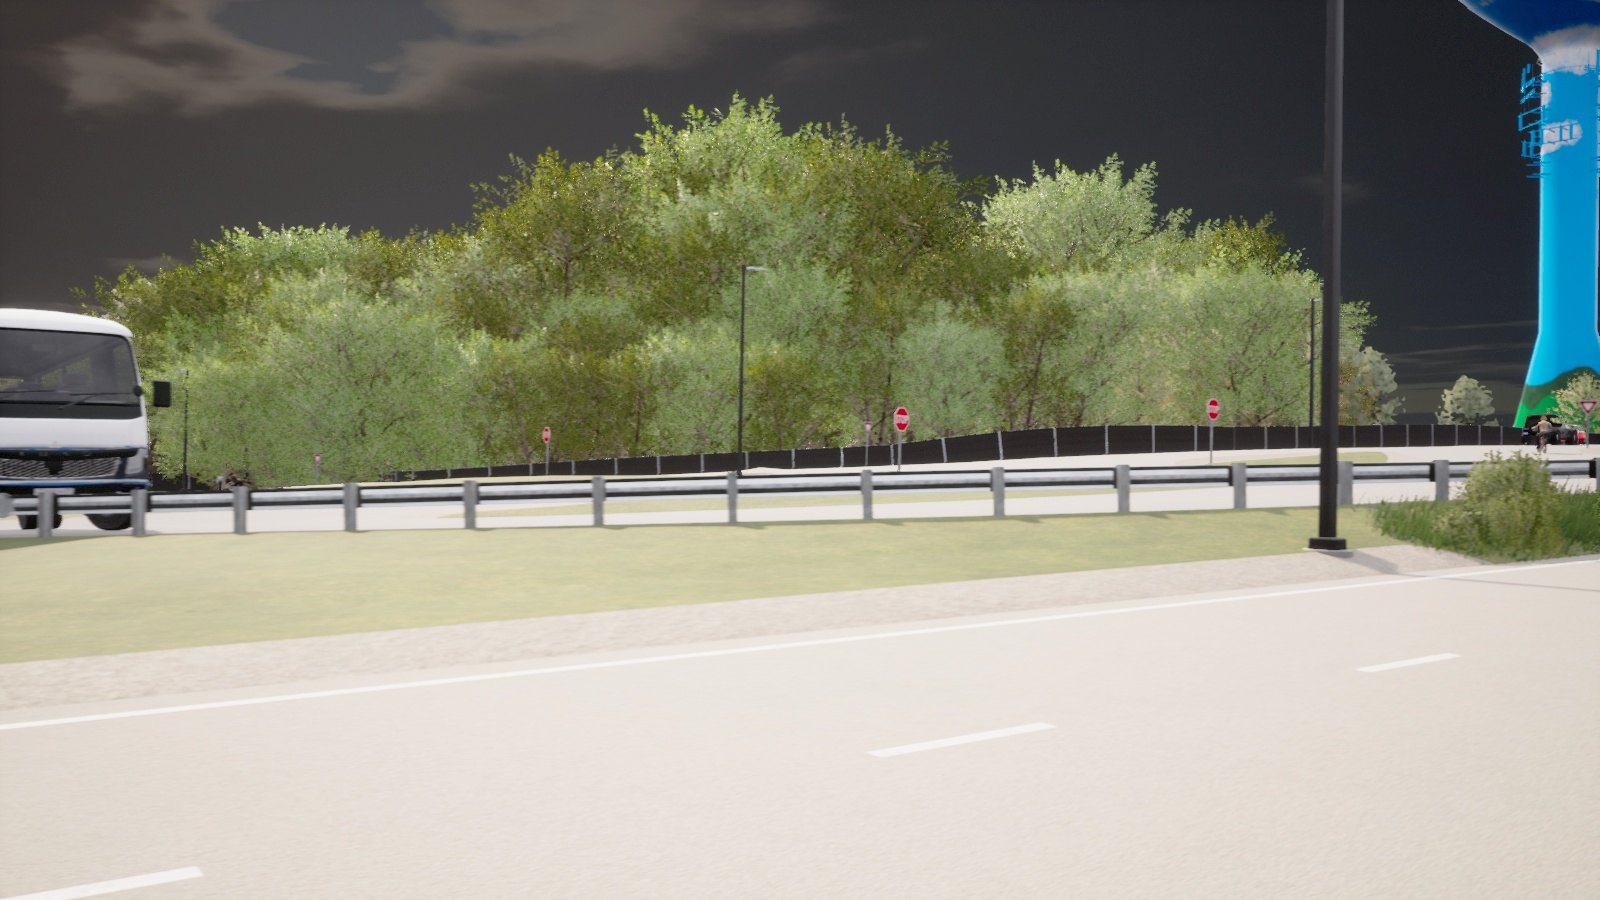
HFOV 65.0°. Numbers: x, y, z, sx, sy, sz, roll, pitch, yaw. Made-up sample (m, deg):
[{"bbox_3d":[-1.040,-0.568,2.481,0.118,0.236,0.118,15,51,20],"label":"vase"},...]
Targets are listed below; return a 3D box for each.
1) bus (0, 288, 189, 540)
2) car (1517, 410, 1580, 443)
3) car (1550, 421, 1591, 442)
[{"bbox_3d":[-16.163,-0.374,25.582,3.944,4.253,10.273,0,-3,-42],"label":"bus"},{"bbox_3d":[44.841,-1.401,75.224,3.866,1.878,1.905,0,-1,-37],"label":"car"},{"bbox_3d":[51.648,-1.232,84.195,2.207,1.376,1.481,-1,0,-32],"label":"car"}]
